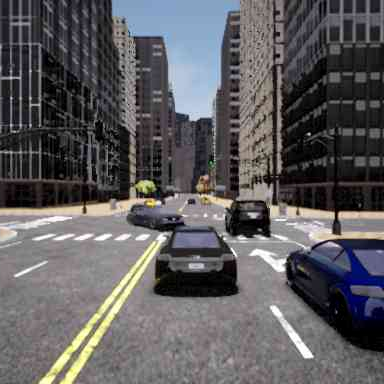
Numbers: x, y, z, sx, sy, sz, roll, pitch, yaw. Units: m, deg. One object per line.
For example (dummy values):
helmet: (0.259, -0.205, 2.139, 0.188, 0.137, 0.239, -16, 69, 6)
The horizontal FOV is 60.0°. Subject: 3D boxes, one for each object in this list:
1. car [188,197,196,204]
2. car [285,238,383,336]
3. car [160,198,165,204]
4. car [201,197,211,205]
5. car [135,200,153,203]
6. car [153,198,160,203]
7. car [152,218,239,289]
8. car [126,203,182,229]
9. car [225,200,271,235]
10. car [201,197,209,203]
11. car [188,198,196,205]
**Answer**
car: (-0.043, 2.156, 83.738, 1.882, 1.535, 5.008, 0, 0, 0)
car: (3.347, 1.623, 6.793, 1.994, 1.385, 4.181, 0, 0, 0)
car: (-6.561, 2.029, 60.848, 1.812, 1.442, 4.674, 0, 0, 1)
car: (3.213, 2.067, 72.904, 1.882, 1.535, 5.008, 0, 0, 0)
car: (-6.612, 1.921, 42.471, 1.994, 1.385, 4.181, 0, 0, 0)
car: (-6.609, 1.906, 51.400, 1.882, 1.535, 5.008, 0, 0, 0)
car: (0.093, 1.645, 9.433, 1.994, 1.385, 4.181, 0, -1, 0)
car: (-2.725, 1.788, 23.634, 2.033, 1.411, 5.357, 0, 1, -38)
car: (3.335, 1.497, 20.657, 2.150, 2.045, 5.566, 0, -1, 0)
car: (3.207, 2.008, 83.322, 1.837, 1.490, 4.892, 0, 0, 0)
car: (-0.038, 2.103, 73.678, 1.837, 1.490, 4.892, 0, 0, 0)
